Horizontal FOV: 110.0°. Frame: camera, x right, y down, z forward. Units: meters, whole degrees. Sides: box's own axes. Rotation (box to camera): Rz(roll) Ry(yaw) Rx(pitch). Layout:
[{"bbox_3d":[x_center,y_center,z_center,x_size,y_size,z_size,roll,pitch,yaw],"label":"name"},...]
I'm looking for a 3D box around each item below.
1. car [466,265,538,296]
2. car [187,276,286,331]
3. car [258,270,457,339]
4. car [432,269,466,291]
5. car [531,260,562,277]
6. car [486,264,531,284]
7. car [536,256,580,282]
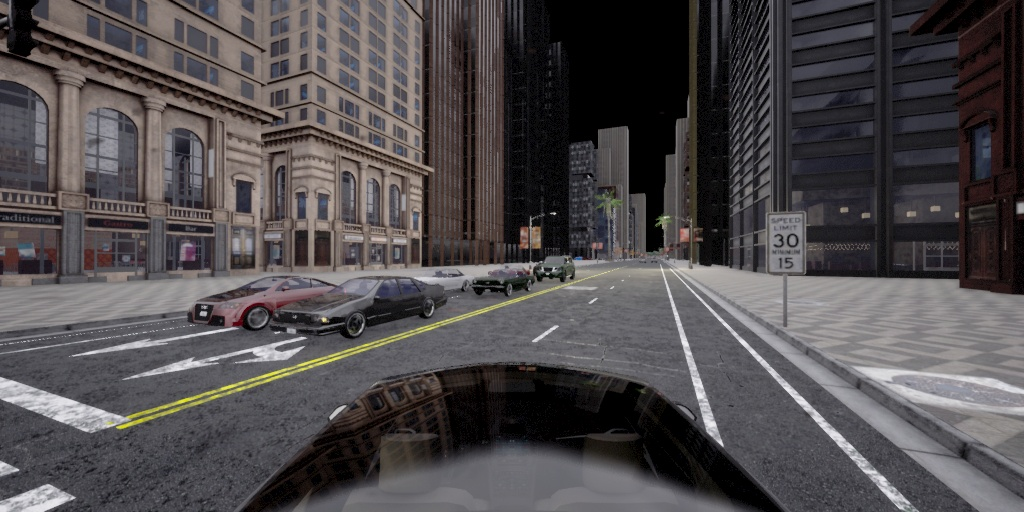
[{"bbox_3d":[-0.352,1.357,19.423,1.895,1.301,4.718,0,0,22],"label":"car"},{"bbox_3d":[-7.236,1.315,11.128,1.994,1.385,4.181,0,0,22],"label":"car"},{"bbox_3d":[-3.969,1.299,10.542,2.033,1.411,5.357,0,0,22],"label":"car"},{"bbox_3d":[-3.936,1.356,19.244,1.895,1.301,4.718,0,0,22],"label":"car"},{"bbox_3d":[3.708,1.250,37.907,1.882,1.535,5.008,0,0,23],"label":"car"},{"bbox_3d":[-0.177,1.364,28.469,1.895,1.301,4.718,0,0,22],"label":"car"},{"bbox_3d":[3.686,0.986,29.328,2.150,2.045,5.566,0,0,22],"label":"car"}]
